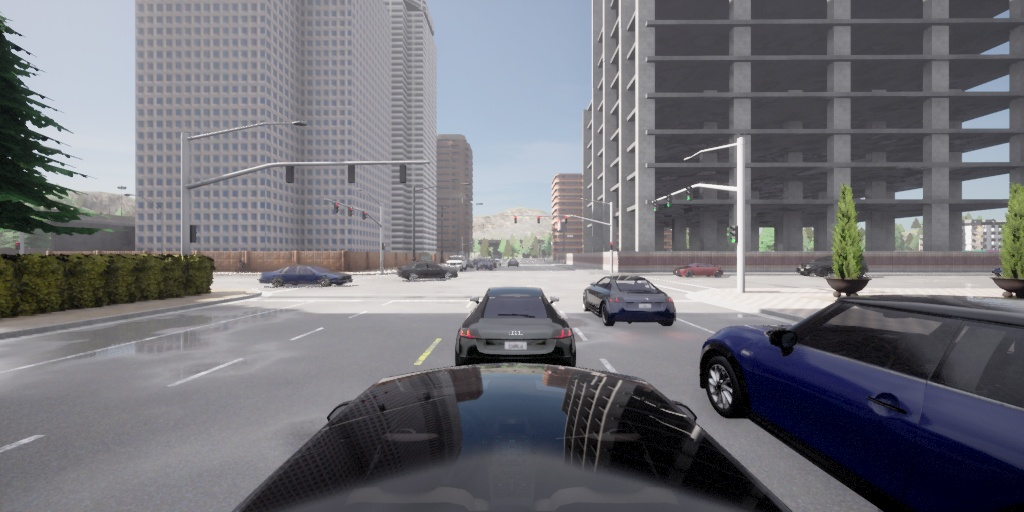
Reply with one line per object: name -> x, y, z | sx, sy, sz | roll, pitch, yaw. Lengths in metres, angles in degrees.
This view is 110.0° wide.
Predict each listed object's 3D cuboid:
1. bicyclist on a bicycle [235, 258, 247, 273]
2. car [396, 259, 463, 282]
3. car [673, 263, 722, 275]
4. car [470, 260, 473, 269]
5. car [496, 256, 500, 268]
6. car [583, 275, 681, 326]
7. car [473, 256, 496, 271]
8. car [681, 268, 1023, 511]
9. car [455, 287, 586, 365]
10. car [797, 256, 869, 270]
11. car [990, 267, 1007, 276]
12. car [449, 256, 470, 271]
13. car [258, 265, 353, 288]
bicyclist on a bicycle -> -29.393, 1.051, 38.866 | 0.582, 1.620, 1.656 | 0, 0, 0
car -> -6.909, 1.254, 29.364 | 4.892, 1.490, 1.837 | 0, 2, -29
car -> 17.505, 1.314, 33.784 | 4.181, 1.385, 1.994 | 0, 0, 0
car -> -7.135, 1.314, 56.615 | 1.994, 1.385, 4.181 | 0, 0, 1
car -> -3.591, 1.102, 58.770 | 2.097, 1.767, 4.553 | 0, 0, 1
car -> 3.576, 1.314, 11.646 | 1.994, 1.385, 4.181 | 0, 0, 0
car -> -3.731, 1.102, 50.025 | 2.097, 1.767, 4.553 | 0, 0, 1
car -> 3.600, 1.102, 3.043 | 2.097, 1.767, 4.553 | 0, 0, 0
car -> 0.058, 1.314, 7.385 | 1.994, 1.385, 4.181 | 0, 0, 0
car -> 30.080, 0.974, 33.702 | 5.566, 2.045, 2.150 | 0, 0, 0
car -> 48.211, 1.351, 33.536 | 4.718, 1.301, 1.895 | 0, 0, 1
car -> -7.273, 0.971, 47.065 | 2.150, 2.045, 5.566 | 0, 0, 1
car -> -13.310, 1.297, 23.280 | 5.357, 1.411, 2.033 | 0, 0, 0
